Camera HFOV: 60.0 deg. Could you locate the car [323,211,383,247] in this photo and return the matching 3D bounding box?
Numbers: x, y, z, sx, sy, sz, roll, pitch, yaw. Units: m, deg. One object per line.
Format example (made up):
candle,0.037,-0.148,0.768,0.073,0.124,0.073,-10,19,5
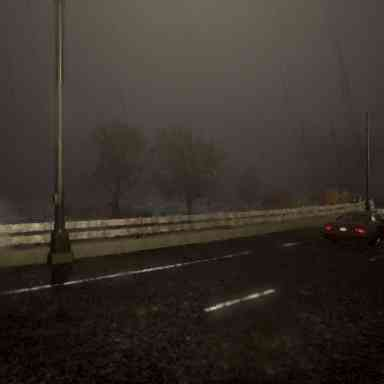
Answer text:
car,7.922,1.561,15.180,5.357,1.411,2.033,0,0,-44
